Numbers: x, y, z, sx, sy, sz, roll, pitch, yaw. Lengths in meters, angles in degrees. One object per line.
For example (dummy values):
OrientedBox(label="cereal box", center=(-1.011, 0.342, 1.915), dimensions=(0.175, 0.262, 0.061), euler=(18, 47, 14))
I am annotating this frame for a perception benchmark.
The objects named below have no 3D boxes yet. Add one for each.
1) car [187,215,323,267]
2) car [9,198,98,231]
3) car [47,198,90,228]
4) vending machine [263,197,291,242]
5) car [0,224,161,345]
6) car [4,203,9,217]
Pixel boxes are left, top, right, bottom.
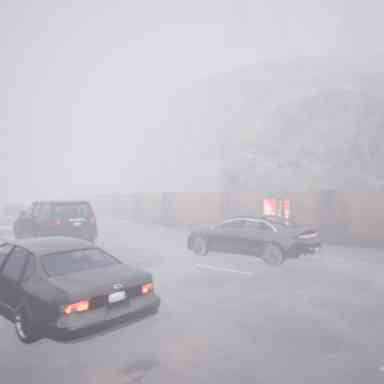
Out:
OrientedBox(label="car", center=(1.979, 1.558, 11.708), dimensions=(4.902, 1.511, 2.128), euler=(-1, 0, 41))
OrientedBox(label="car", center=(-6.264, 1.382, 15.046), dimensions=(2.150, 2.045, 5.566), euler=(0, 0, -41))
OrientedBox(label="car", center=(-9.708, 1.491, 25.843), dimensions=(2.150, 2.045, 5.566), euler=(0, 0, -31))
OrientedBox(label="vending machine", center=(4.128, 1.277, 16.168), dimensions=(0.880, 2.100, 1.100), euler=(-1, -1, 43))
OrientedBox(label="car", center=(-2.952, 1.620, 6.612), dimensions=(5.357, 1.411, 2.033), euler=(-1, -1, 43))
OrientedBox(label="car", center=(-19.651, 1.913, 36.912), dimensions=(1.882, 1.535, 5.008), euler=(0, 0, -28))
